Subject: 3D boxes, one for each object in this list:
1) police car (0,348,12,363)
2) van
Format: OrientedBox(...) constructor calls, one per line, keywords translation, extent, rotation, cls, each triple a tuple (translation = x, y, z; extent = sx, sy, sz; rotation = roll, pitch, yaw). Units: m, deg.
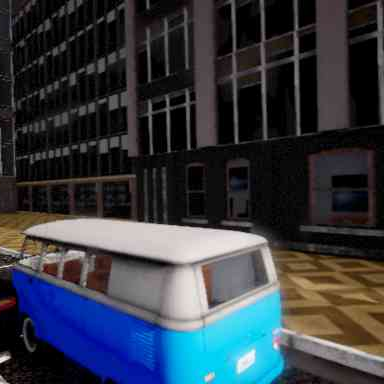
OrientedBox(translation=(-4.400, 1.459, 5.032), extent=(5.238, 1.638, 1.930), rotation=(-1, 1, 42), cls="police car")
OrientedBox(translation=(-0.885, 1.303, 4.244), extent=(3.998, 1.788, 1.690), rotation=(-1, 1, 42), cls="van")
